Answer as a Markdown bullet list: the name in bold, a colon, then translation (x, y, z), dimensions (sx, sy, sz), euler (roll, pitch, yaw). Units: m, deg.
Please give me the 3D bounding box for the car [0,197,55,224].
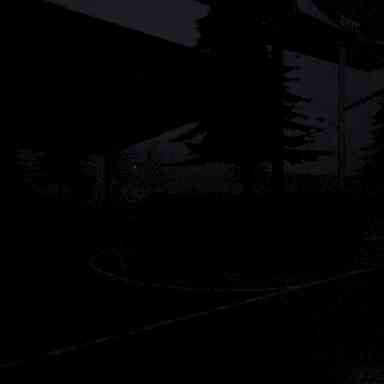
- **car**: translation (-11.923, 1.312, 23.512), dimensions (3.866, 1.878, 1.905), euler (0, 0, -36)
